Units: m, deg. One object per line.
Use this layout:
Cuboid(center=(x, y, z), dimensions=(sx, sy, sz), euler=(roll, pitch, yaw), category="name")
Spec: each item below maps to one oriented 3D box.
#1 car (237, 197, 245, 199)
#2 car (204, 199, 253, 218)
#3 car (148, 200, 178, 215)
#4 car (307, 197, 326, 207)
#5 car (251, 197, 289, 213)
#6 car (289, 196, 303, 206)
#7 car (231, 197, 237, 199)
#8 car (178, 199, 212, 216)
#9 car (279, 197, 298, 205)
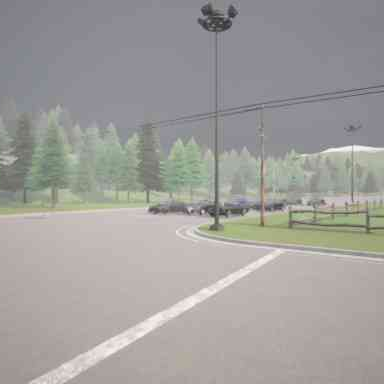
Cuboid(center=(7.951, 1.517, 42.332), dimensions=(1.812, 1.442, 4.674), euler=(0, 0, 36), category="car")
Cuboid(center=(3.378, 1.594, 30.216), dimensions=(1.895, 1.301, 4.718), euler=(0, 0, 36), category="car")
Cuboid(center=(-2.173, 1.537, 34.483), dimensions=(2.033, 1.411, 5.357), euler=(0, 0, 36), category="car")
Cuboid(center=(19.404, 1.498, 51.948), dimensions=(1.837, 1.490, 4.892), euler=(0, 0, 37), category="car")
Cuboid(center=(8.931, 1.471, 37.793), dimensions=(1.882, 1.535, 5.008), euler=(0, 0, 36), category="car")
Cuboid(center=(16.485, 1.496, 53.887), dimensions=(1.837, 1.490, 4.892), euler=(0, 0, 37), category="car")
Cuboid(center=(6.105, 1.467, 45.749), dimensions=(1.882, 1.535, 5.008), euler=(0, 0, 37), category="car")
Cuboid(center=(1.229, 1.483, 33.223), dimensions=(2.128, 1.511, 4.902), euler=(0, 0, 36), category="car")
Cuboid(center=(17.922, 1.590, 61.646), dimensions=(1.895, 1.301, 4.718), euler=(0, 0, 37), category="car")
